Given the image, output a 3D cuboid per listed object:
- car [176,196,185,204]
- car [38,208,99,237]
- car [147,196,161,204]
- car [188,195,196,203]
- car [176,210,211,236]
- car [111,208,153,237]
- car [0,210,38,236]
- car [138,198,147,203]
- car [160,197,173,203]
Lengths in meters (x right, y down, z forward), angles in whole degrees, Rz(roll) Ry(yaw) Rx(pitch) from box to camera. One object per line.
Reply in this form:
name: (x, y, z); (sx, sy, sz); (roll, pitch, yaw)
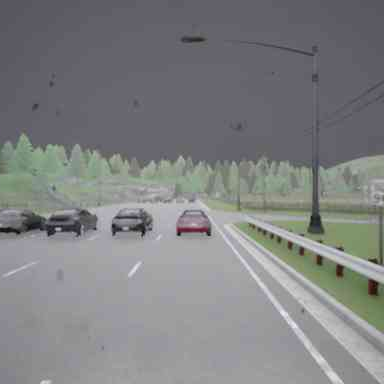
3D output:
car: (-3.488, 2.462, 92.489); (2.033, 1.411, 5.357); (0, -1, 0)
car: (-6.897, 1.703, 19.578); (1.837, 1.490, 4.892); (0, -1, 0)
car: (-10.488, 2.447, 92.490); (2.128, 1.511, 4.902); (0, -1, 0)
car: (0.012, 2.412, 92.489); (1.837, 1.490, 4.892); (0, -1, 0)
car: (0.103, 1.767, 20.078); (1.994, 1.385, 4.181); (0, -1, 0)
car: (-3.397, 1.689, 19.513); (2.128, 1.511, 4.902); (0, -1, 0)
car: (-10.397, 1.766, 20.008); (1.994, 1.385, 4.181); (0, -1, 0)
car: (-13.988, 2.479, 92.907); (1.994, 1.385, 4.181); (0, -1, 0)
car: (-6.988, 2.389, 92.490); (1.882, 1.535, 5.008); (0, -1, 0)
